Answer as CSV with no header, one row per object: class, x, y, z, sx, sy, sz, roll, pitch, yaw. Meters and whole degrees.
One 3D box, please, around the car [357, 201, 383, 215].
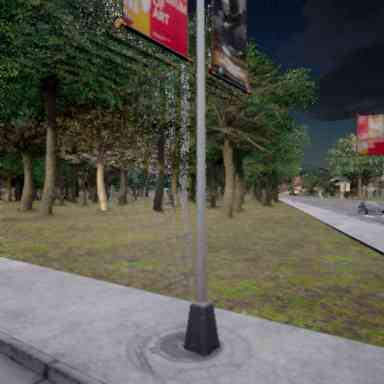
car,19.589,1.689,36.606,1.812,1.442,4.674,0,0,14
